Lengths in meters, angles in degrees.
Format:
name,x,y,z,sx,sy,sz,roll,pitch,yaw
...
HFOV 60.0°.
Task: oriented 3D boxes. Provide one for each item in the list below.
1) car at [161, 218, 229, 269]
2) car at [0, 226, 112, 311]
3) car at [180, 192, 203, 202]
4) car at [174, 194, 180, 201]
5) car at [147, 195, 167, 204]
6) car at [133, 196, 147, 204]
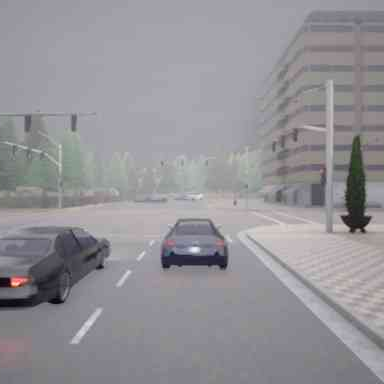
name,x,y,z,sx,sy,sz,roll,pitch,yaw
car,0.078,1.539,11.045,1.994,1.385,4.181,0,0,0
car,-3.436,1.531,8.005,2.033,1.411,5.357,0,0,0
car,0.318,1.072,74.240,2.150,2.045,5.566,0,0,34
car,-2.241,1.197,76.669,2.097,1.767,4.553,0,0,34
car,-5.930,1.355,59.886,1.882,1.535,5.008,0,0,13
car,-9.144,1.421,61.975,2.033,1.411,5.357,0,0,14
